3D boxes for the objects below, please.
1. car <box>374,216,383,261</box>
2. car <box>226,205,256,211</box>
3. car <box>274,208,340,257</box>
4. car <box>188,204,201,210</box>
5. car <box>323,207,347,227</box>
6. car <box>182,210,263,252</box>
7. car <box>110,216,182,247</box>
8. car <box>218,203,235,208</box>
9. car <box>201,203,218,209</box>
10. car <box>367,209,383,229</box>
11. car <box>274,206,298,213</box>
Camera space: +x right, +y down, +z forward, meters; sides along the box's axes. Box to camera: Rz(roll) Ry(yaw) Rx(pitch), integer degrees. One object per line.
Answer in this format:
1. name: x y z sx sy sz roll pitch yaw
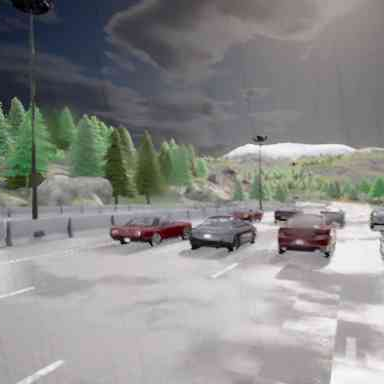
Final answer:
1. car: 7.633 1.744 11.587 1.895 1.301 4.718 0 -1 27
2. car: 4.918 2.060 29.717 1.895 1.301 4.718 0 -1 27
3. car: 4.951 1.654 14.039 1.882 1.535 5.008 0 -1 27
4. car: 0.953 3.066 68.971 1.895 1.301 4.718 0 -2 26
5. car: 11.313 1.917 26.855 2.128 1.511 4.902 0 -1 27
6. car: 1.532 1.753 15.032 1.994 1.385 4.181 0 -1 27
7. car: -1.772 1.804 16.255 1.895 1.301 4.718 0 -1 27
8. car: 7.383 2.945 66.206 1.837 1.490 4.892 0 -2 27
9. car: 4.184 2.983 67.614 1.812 1.442 4.674 0 -2 27
10. car: 13.981 1.931 24.380 2.033 1.411 5.357 0 -1 27
11. car: 8.515 1.937 29.077 1.882 1.535 5.008 0 -1 27
